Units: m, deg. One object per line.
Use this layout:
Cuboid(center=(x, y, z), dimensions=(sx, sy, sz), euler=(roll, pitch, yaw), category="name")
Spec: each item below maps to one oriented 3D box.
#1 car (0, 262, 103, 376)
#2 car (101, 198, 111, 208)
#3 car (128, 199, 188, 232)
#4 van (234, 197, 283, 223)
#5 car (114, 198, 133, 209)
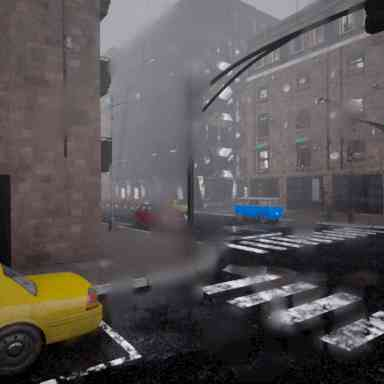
Cuboid(center=(-3.590, 1.526, 4.003), dimensions=(4.829, 1.417, 1.752), euler=(0, 0, -36), category="car")
Cuboid(center=(-11.743, 1.462, 47.814), dimensions=(1.887, 1.381, 4.507), euler=(-1, 0, -36), category="car")
Cuboid(center=(-1.892, 1.440, 20.003), dimensions=(1.967, 1.590, 4.097), euler=(0, 0, -36), category="car")
Cuboid(center=(4.898, 1.279, 24.914), dimensions=(1.690, 1.788, 3.998), euler=(0, 0, -36), category="van")
Cuboid(center=(-8.415, 1.462, 43.234), dimensions=(1.887, 1.381, 4.507), euler=(-1, 0, -36), category="car")
